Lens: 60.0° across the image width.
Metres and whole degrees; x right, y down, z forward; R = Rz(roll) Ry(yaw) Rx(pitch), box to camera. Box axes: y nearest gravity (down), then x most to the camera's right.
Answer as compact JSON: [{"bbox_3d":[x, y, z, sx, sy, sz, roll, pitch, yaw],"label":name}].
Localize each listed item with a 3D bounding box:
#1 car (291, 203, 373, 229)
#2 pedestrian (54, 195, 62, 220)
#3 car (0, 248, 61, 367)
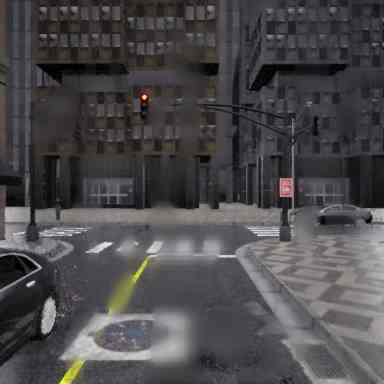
[{"bbox_3d":[8.769,1.476,20.976,4.902,1.511,2.128,0,0,-2],"label":"car"},{"bbox_3d":[-9.824,1.152,24.365,0.375,1.860,0.375,0,0,1],"label":"pedestrian"},{"bbox_3d":[-3.106,1.505,3.722,1.837,1.490,4.892,0,0,0],"label":"car"}]
